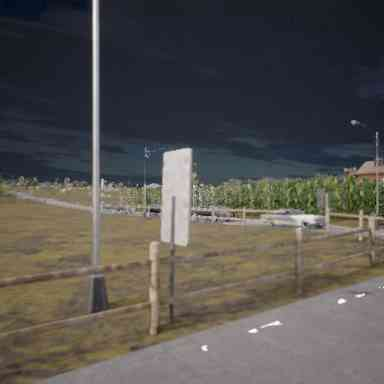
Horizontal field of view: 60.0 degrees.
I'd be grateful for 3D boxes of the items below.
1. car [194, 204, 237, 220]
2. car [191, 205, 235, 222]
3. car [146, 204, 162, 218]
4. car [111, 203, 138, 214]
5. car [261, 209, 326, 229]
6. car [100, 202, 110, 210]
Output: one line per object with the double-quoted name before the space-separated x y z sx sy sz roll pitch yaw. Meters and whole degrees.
"car" 2.434 2.135 35.696 1.882 1.535 5.008 3 -3 -35
"car" 1.849 1.993 31.436 1.837 1.490 4.892 3 -3 -36
"car" -3.647 2.159 39.159 1.882 1.535 5.008 2 -3 -35
"car" -9.371 2.330 47.246 2.128 1.511 4.902 2 -2 -35
"car" 7.304 1.890 23.842 1.895 1.301 4.718 3 -3 -37
"car" -16.640 2.566 62.469 1.994 1.385 4.181 3 -1 -35
